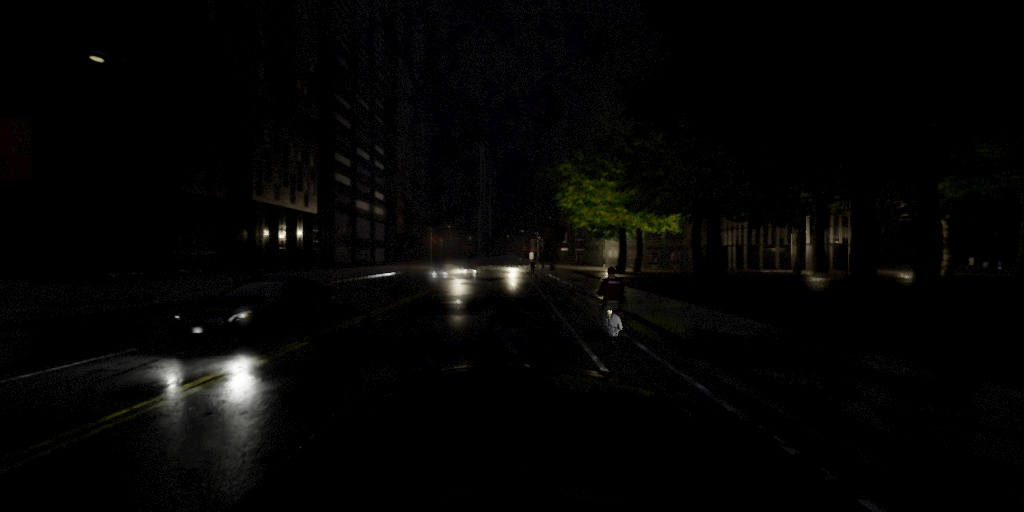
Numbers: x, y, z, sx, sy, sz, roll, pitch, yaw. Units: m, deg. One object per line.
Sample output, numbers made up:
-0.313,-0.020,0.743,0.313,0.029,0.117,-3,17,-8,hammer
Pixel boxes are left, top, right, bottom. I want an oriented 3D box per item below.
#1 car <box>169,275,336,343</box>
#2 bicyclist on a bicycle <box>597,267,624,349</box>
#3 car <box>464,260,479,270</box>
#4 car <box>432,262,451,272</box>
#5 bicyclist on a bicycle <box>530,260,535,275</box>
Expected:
-6.601,1.289,9.857,1.812,1.442,4.674,0,0,0,car
2.250,1.132,8.313,0.659,1.776,1.843,0,0,0,bicyclist on a bicycle
-6.501,1.443,57.626,1.812,1.442,4.674,0,0,0,car
-9.814,1.486,50.256,1.895,1.301,4.718,0,0,0,car
2.253,1.292,38.853,0.582,1.620,1.656,0,-1,0,bicyclist on a bicycle
